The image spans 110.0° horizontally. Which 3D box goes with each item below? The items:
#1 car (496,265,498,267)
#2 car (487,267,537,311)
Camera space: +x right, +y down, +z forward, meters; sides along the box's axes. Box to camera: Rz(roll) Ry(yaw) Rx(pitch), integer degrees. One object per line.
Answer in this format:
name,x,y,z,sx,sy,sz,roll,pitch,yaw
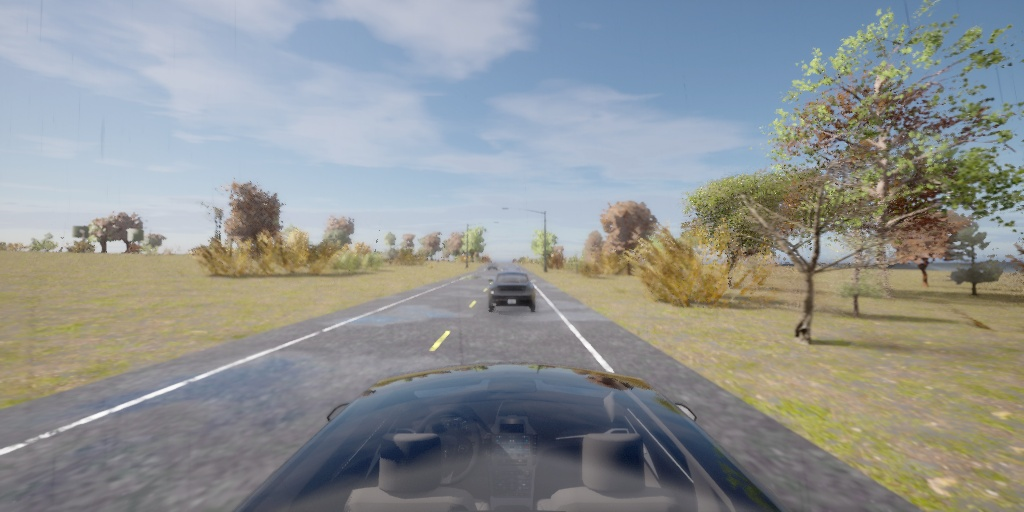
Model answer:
car,-0.008,1.596,29.384,2.033,1.411,5.357,0,-1,0
car,0.010,1.403,15.340,1.837,1.490,4.892,0,0,0
